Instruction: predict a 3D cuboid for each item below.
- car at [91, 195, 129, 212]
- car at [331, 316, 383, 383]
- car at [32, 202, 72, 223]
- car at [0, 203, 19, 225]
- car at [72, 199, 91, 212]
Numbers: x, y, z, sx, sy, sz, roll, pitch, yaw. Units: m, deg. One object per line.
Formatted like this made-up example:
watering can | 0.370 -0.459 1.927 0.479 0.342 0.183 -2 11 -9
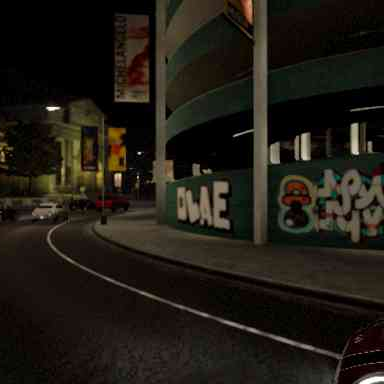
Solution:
car | -9.708 1.352 41.008 2.150 2.045 5.566 0 0 14
car | 3.177 1.353 1.814 4.553 1.767 2.097 0 0 34
car | -11.210 1.618 26.448 1.812 1.442 4.674 0 0 -7
car | -14.503 1.583 24.684 2.128 1.511 4.902 0 0 -9
car | -13.235 1.636 41.139 1.837 1.490 4.892 0 -2 13
